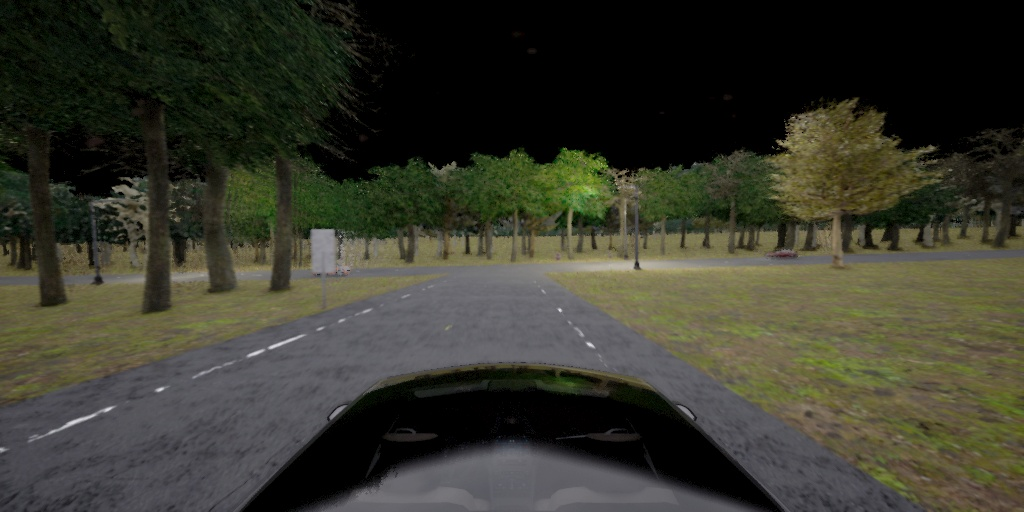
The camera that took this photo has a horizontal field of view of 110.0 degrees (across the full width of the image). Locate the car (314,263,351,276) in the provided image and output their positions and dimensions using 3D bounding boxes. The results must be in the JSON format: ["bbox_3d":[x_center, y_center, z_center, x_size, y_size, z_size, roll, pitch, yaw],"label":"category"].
[{"bbox_3d":[-24.572,1.735,49.173,4.553,1.767,2.097,-1,3,0],"label":"car"}]
